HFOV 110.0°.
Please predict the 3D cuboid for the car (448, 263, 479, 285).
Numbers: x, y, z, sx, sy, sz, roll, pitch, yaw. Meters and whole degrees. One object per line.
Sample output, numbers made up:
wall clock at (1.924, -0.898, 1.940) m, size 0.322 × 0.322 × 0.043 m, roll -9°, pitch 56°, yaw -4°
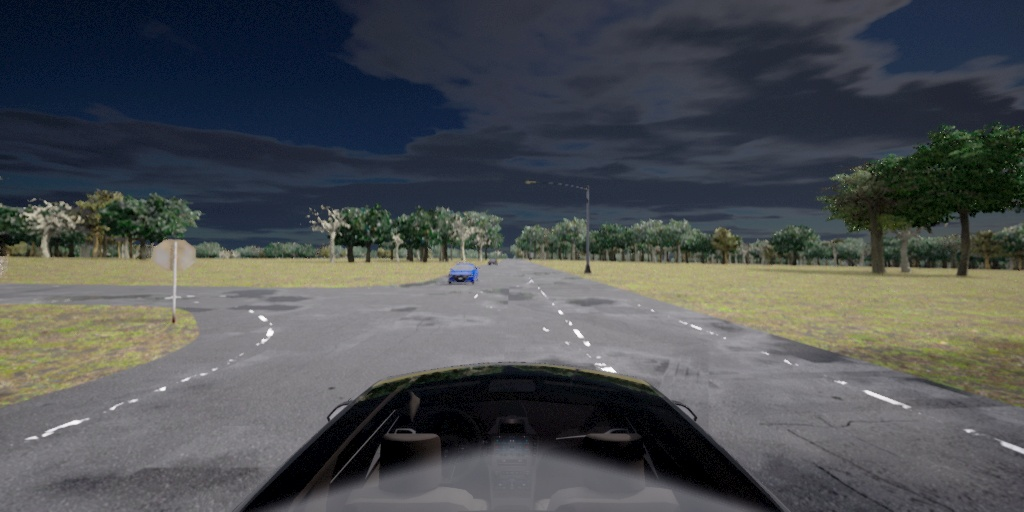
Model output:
car at (-3.578, 1.276, 27.199) m, size 1.882 × 1.535 × 5.008 m, roll 0°, pitch 0°, yaw 0°
